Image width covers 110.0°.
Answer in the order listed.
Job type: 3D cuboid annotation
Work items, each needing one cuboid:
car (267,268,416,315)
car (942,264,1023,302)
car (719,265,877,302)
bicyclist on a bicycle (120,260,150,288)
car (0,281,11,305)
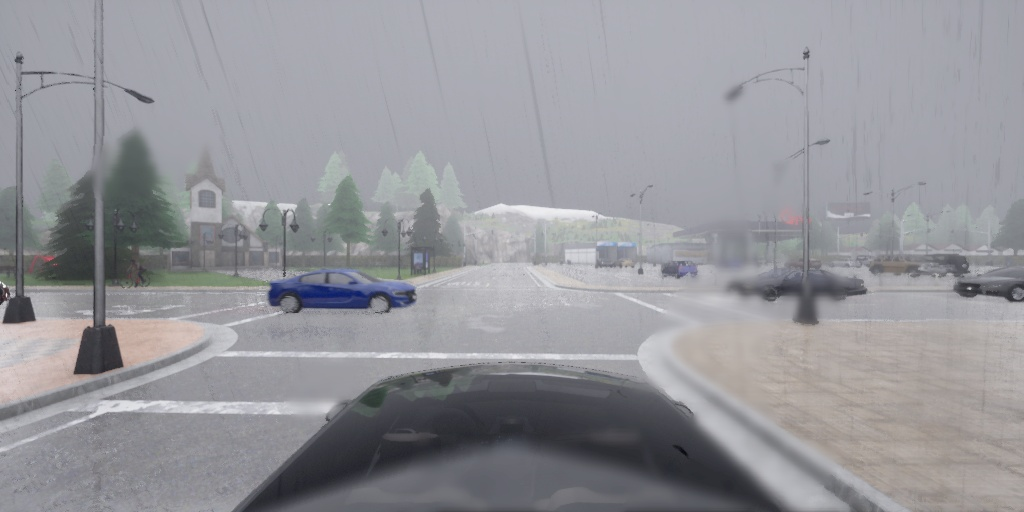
[{"bbox_3d":[-6.035,1.214,12.988,5.008,1.535,1.882,0,0,1],"label":"car"},{"bbox_3d":[23.209,1.236,16.283,4.892,1.490,1.837,0,0,1],"label":"car"},{"bbox_3d":[12.880,1.279,16.421,5.357,1.411,2.033,0,0,1],"label":"car"},{"bbox_3d":[-21.715,1.031,20.687,0.582,1.620,1.656,0,0,1],"label":"bicyclist on a bicycle"},{"bbox_3d":[-21.775,1.084,13.205,4.553,1.767,2.097,0,0,1],"label":"car"}]
